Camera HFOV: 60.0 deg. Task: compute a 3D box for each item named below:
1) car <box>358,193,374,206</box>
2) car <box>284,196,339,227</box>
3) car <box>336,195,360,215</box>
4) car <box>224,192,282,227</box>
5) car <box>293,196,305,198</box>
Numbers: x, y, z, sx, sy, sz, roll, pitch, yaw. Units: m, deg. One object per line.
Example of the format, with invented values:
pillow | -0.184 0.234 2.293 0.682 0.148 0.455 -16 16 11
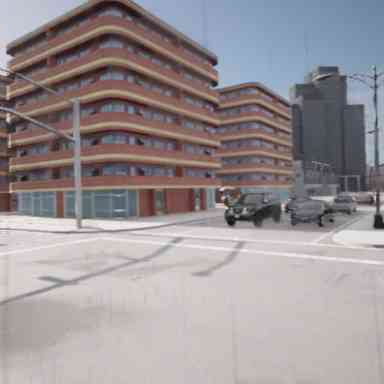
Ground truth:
car | 21.250 0.898 41.141 1.812 1.442 4.674 -1 0 34
car | 7.682 1.267 21.062 1.837 1.490 4.892 -1 0 34
car | 13.099 1.207 29.090 1.895 1.301 4.718 -1 0 34
car | 4.237 1.072 22.237 2.150 2.045 5.566 -1 0 34
car | 9.998 1.190 30.776 1.837 1.490 4.892 -1 0 33
